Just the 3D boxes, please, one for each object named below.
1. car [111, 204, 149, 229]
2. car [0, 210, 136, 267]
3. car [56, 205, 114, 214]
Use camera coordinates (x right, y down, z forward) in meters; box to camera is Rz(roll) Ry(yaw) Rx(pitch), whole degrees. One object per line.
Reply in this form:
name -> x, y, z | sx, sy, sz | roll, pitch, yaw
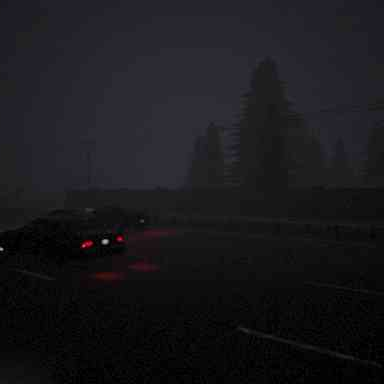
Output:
car -> -4.828, 1.490, 20.297 | 5.008, 1.535, 1.882 | 0, 0, 36
car -> -4.649, 1.556, 11.525 | 5.357, 1.411, 2.033 | 0, 0, 36
car -> -6.426, 1.537, 17.133 | 4.674, 1.442, 1.812 | 0, 0, 36
